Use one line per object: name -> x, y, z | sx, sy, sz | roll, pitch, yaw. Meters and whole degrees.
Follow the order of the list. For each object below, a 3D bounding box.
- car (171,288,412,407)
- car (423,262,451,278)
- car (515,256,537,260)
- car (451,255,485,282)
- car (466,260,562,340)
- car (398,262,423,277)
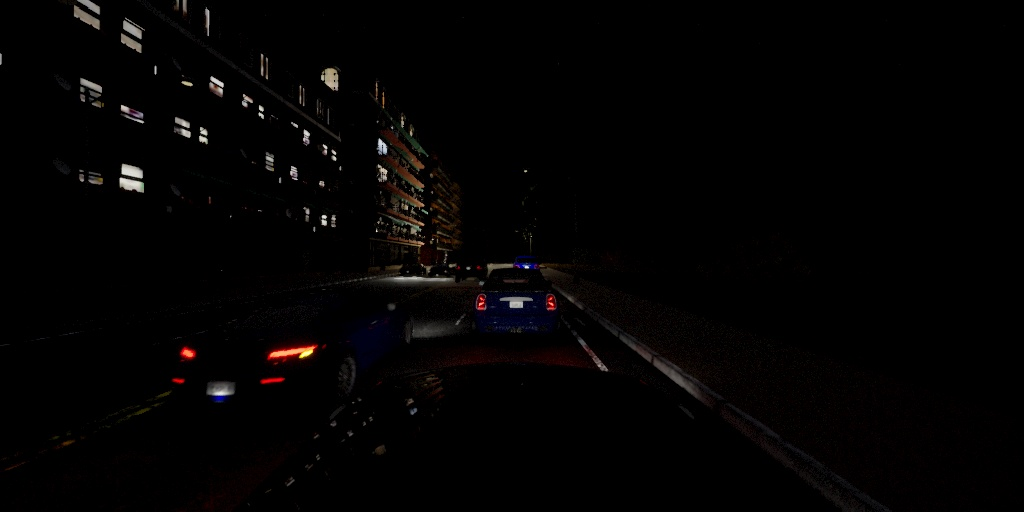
car -> -3.152, 1.277, 6.185 | 1.812, 1.442, 4.674 | 0, 0, 0
car -> -6.599, 1.301, 34.289 | 2.033, 1.411, 5.357 | 0, 0, 0
car -> 1.140, 0.979, 30.076 | 2.150, 2.045, 5.566 | 0, 0, 0
car -> -3.148, 0.977, 28.648 | 2.150, 2.045, 5.566 | 0, 0, 0
car -> 0.099, 1.103, 10.122 | 2.097, 1.767, 4.553 | 0, 0, 0
car -> -9.848, 1.318, 35.775 | 1.994, 1.385, 4.181 | 0, 0, 0
